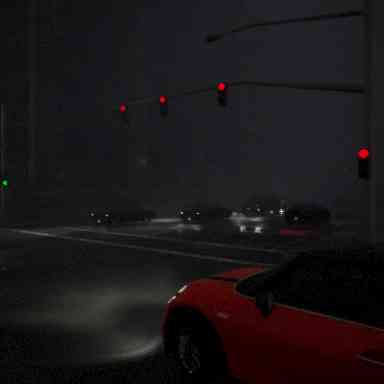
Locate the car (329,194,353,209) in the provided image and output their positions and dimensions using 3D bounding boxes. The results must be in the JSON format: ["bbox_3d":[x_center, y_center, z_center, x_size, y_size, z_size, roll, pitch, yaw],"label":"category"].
[{"bbox_3d":[20.770,1.443,45.812,1.882,1.535,5.008,0,0,36],"label":"car"}]

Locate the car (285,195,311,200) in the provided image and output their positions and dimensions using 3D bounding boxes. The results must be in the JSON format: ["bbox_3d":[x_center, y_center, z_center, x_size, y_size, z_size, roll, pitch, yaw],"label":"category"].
[{"bbox_3d":[12.727,1.488,41.050,1.812,1.442,4.674,0,0,36],"label":"car"}]

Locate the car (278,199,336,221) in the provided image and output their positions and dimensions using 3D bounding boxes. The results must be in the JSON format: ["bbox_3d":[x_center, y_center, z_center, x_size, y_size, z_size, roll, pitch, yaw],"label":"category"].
[{"bbox_3d":[7.776,1.458,22.174,1.882,1.535,5.008,0,0,37],"label":"car"}]

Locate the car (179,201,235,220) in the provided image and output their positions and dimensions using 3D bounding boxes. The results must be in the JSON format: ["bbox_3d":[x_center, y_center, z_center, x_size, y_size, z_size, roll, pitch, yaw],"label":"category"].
[{"bbox_3d":[1.104,1.570,25.186,1.895,1.301,4.718,0,0,36],"label":"car"}]

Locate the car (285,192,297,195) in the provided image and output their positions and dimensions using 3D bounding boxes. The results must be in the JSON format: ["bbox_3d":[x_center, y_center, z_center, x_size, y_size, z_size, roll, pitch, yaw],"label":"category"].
[{"bbox_3d":[12.550,1.307,46.712,2.097,1.767,4.553,0,0,37],"label":"car"}]

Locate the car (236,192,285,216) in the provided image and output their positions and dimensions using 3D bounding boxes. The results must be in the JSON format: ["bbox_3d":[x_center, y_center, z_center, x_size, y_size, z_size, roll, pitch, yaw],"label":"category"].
[{"bbox_3d":[6.872,1.187,33.066,2.150,2.045,5.566,0,0,36],"label":"car"}]

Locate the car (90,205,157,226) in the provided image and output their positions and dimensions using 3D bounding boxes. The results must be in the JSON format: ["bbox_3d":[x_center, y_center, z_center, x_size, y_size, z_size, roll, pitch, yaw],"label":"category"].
[{"bbox_3d":[-4.690,1.566,23.191,1.895,1.301,4.718,0,0,36],"label":"car"}]

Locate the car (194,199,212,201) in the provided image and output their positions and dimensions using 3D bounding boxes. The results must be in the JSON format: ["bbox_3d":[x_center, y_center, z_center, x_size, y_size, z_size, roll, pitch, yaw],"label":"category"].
[{"bbox_3d":[0.807,1.453,30.708,2.128,1.511,4.902,0,0,36],"label":"car"}]

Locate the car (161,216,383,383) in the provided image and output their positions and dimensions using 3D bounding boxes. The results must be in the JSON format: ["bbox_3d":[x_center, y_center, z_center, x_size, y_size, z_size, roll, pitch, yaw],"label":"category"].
[{"bbox_3d":[1.694,1.350,3.606,4.553,1.767,2.097,0,0,45],"label":"car"}]
